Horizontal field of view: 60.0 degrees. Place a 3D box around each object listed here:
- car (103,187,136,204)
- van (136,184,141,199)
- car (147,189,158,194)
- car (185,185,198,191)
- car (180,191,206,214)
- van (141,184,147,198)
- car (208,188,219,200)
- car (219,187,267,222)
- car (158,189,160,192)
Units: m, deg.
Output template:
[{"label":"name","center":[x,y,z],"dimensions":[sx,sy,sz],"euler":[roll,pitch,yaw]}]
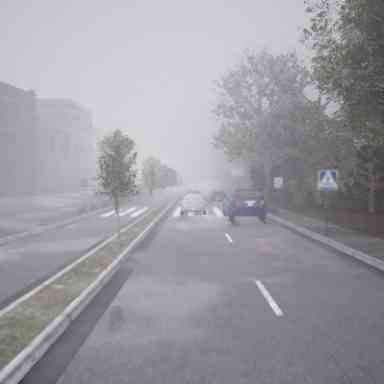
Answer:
[{"label":"car","center":[-8.156,0.220,36.861],"dimensions":[2.435,2.045,5.566],"euler":[0,2,0]},{"label":"van","center":[-8.128,0.068,42.317],"dimensions":[1.878,1.987,4.442],"euler":[0,2,0]},{"label":"car","center":[-8.038,-0.521,59.034],"dimensions":[2.435,2.045,5.566],"euler":[0,2,0]},{"label":"car","center":[0.090,0.273,43.092],"dimensions":[2.128,1.511,4.902],"euler":[0,2,0]},{"label":"car","center":[0.094,0.875,25.515],"dimensions":[1.812,1.442,4.674],"euler":[0,2,0]},{"label":"van","center":[-8.098,-0.116,47.861],"dimensions":[1.878,1.987,4.442],"euler":[0,2,0]},{"label":"car","center":[3.241,0.275,43.433],"dimensions":[1.837,1.490,4.892],"euler":[0,2,0]},{"label":"car","center":[3.246,0.705,21.255],"dimensions":[2.150,2.045,5.566],"euler":[0,2,0]},{"label":"car","center":[-8.008,-0.432,64.586],"dimensions":[2.163,1.488,4.792],"euler":[0,2,0]}]
